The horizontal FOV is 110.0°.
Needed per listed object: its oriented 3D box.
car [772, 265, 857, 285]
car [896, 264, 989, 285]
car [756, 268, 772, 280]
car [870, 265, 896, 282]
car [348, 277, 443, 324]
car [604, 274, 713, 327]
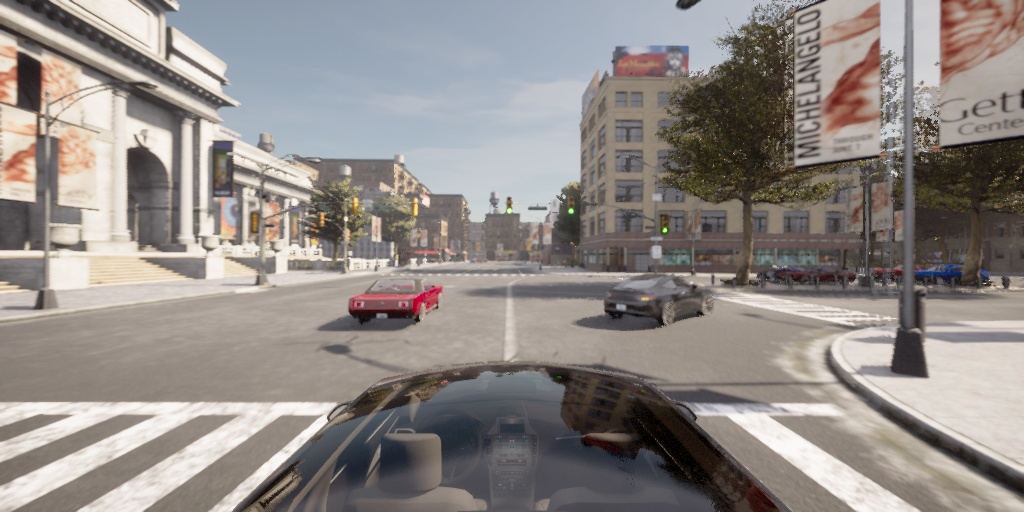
[{"bbox_3d":[22.825,1.493,27.013,4.718,1.301,1.895,0,0,-1],"label":"car"},{"bbox_3d":[32.818,1.411,27.174,5.008,1.535,1.882,0,0,-1],"label":"car"},{"bbox_3d":[23.236,1.464,30.511,4.181,1.385,1.994,0,0,-1],"label":"car"},{"bbox_3d":[33.622,1.421,30.685,5.008,1.535,1.882,0,0,-1],"label":"car"},{"bbox_3d":[-3.574,1.356,12.012,1.895,1.301,4.718,0,0,-1],"label":"car"},{"bbox_3d":[4.873,1.315,11.800,4.674,1.442,1.812,0,-1,-41],"label":"car"}]
